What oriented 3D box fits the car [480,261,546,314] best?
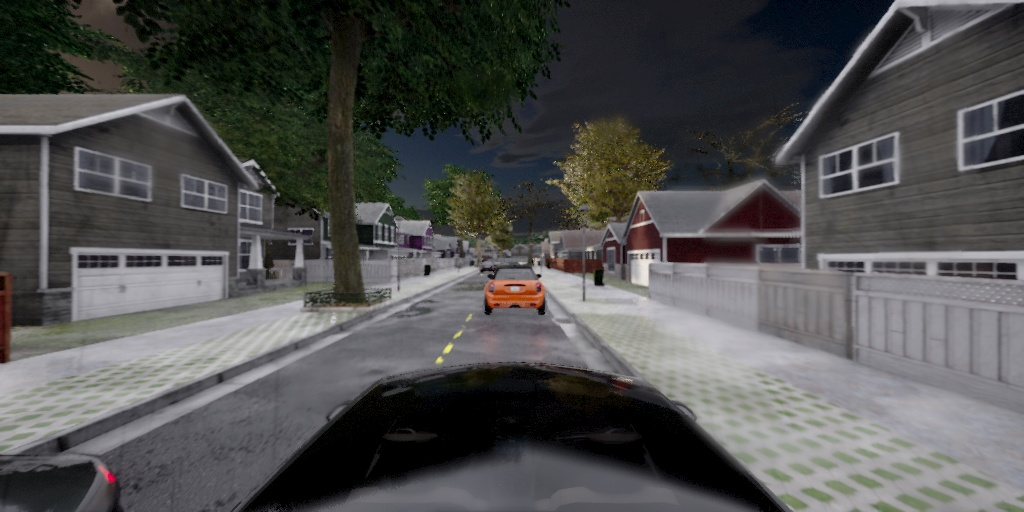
[{"bbox_3d":[0.102,1.108,13.970,2.097,1.767,4.553,0,0,0],"label":"car"}]

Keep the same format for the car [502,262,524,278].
[{"bbox_3d":[0.108,1.331,36.365,2.033,1.411,5.357,0,0,0],"label":"car"}]
